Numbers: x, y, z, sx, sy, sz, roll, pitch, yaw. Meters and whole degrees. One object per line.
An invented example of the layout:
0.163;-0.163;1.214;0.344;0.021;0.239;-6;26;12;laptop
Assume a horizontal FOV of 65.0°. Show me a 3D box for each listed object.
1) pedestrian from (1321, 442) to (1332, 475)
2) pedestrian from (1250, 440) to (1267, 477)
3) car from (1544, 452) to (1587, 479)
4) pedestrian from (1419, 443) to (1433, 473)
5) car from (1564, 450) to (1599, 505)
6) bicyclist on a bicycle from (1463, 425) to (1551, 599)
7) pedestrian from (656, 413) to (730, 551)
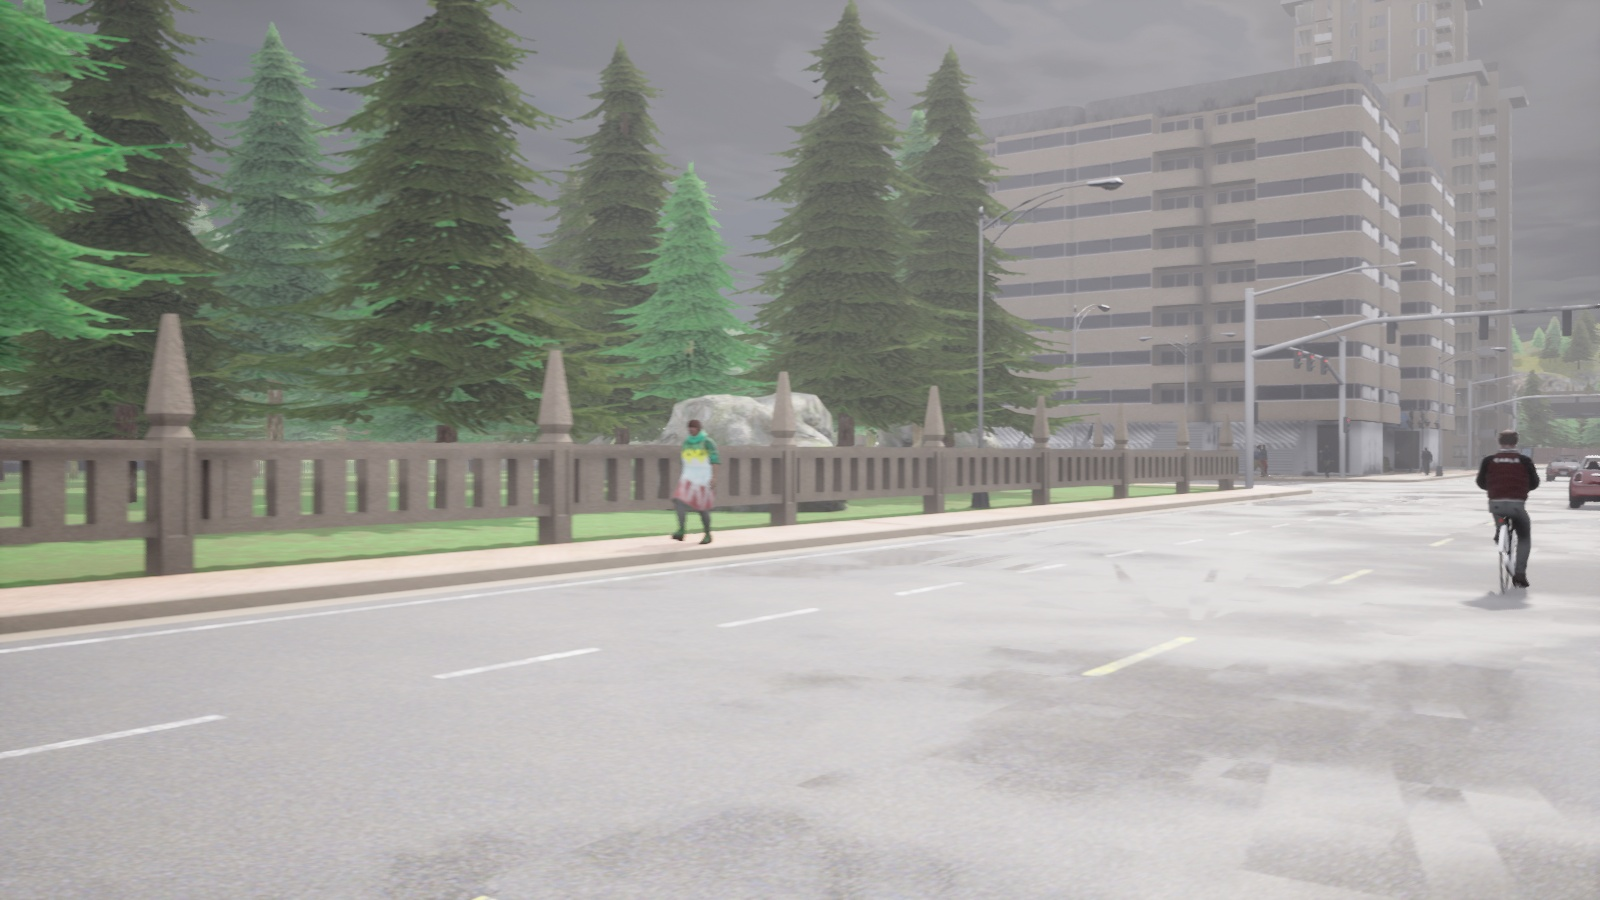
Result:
28.841;0.460;68.794;0.402;1.842;0.726;0;0;35;pedestrian
24.365;0.455;66.731;0.788;1.949;0.423;0;0;36;pedestrian
43.252;0.842;70.918;1.816;1.474;4.193;0;0;35;car
39.851;0.515;79.943;0.849;1.883;0.563;0;0;-41;pedestrian
22.888;0.749;35.504;1.970;1.475;3.806;0;0;35;car
7.775;0.633;13.773;0.659;1.776;1.843;0;0;35;bicyclist on a bicycle
-1.547;0.451;18.198;0.659;1.952;0.873;0;0;34;pedestrian
